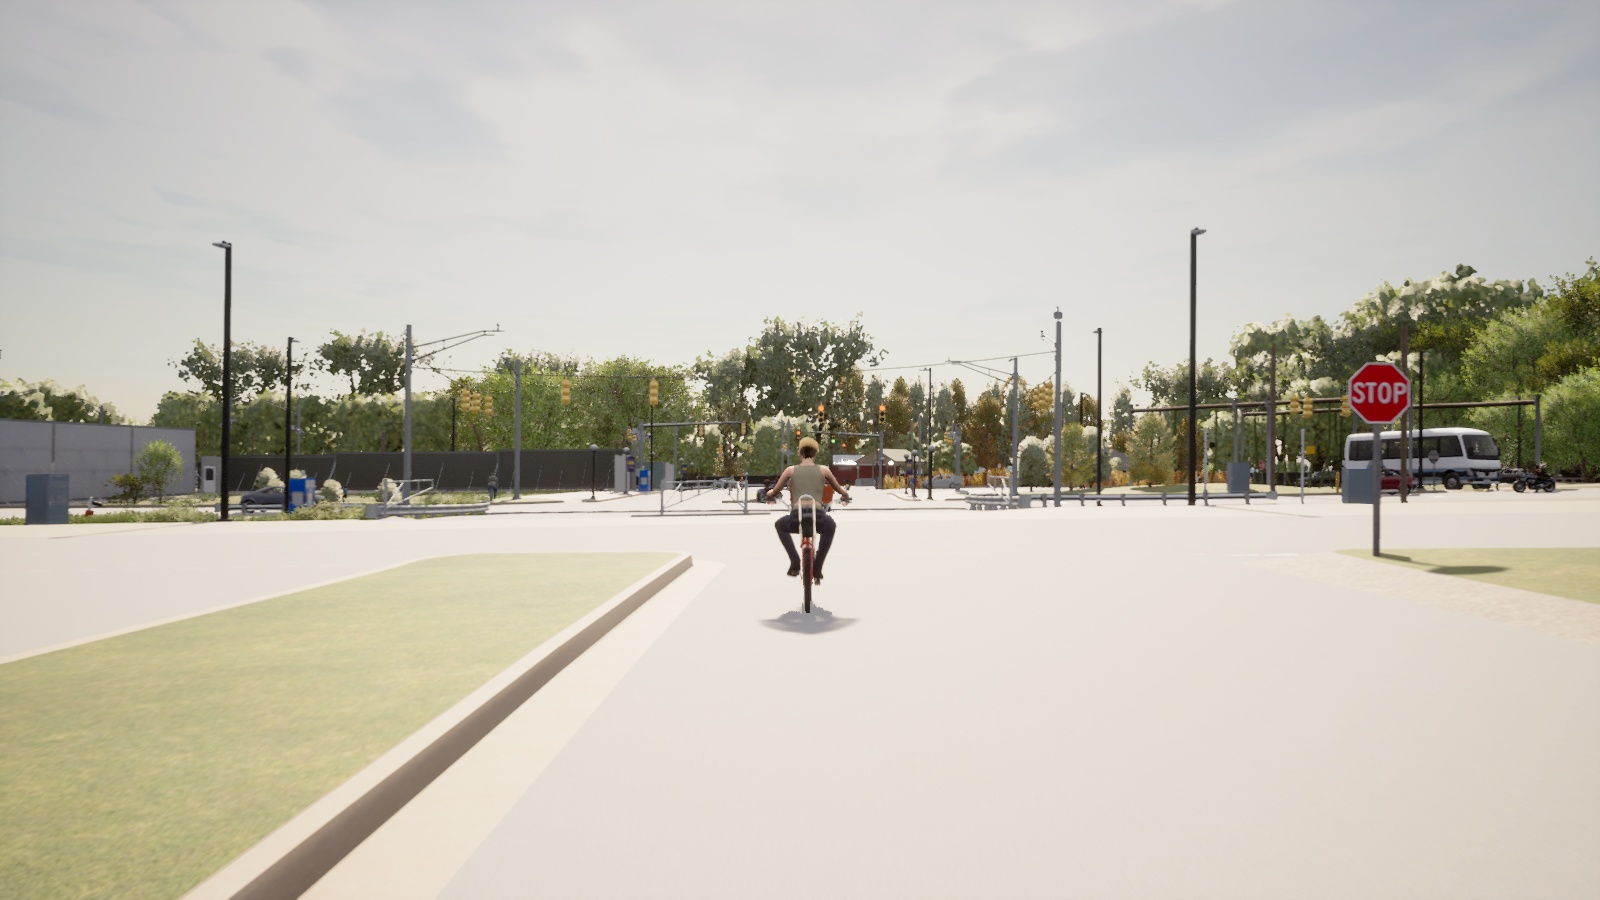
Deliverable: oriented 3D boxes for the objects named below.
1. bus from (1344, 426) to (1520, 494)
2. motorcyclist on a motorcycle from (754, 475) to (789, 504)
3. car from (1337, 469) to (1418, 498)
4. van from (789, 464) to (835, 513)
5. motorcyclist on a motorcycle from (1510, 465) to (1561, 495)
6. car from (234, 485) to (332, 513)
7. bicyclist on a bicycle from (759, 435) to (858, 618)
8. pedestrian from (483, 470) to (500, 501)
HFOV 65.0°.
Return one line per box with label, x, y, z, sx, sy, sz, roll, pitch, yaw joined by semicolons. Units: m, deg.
bus;42.173;0.818;84.321;3.944;4.253;10.273;1;-3;-25
motorcyclist on a motorcycle;-1.702;2.339;74.819;0.766;1.649;2.350;-3;-2;38
car;32.620;1.884;71.020;3.705;1.549;1.789;-1;-1;-1
van;0.460;1.608;54.036;1.775;1.987;4.442;0;-1;-2
motorcyclist on a motorcycle;41.544;1.689;70.973;2.350;1.649;0.766;-1;-1;2
car;-26.541;2.502;64.551;4.181;1.385;1.994;0;-1;0
bicyclist on a bicycle;0.084;0.690;11.857;0.866;1.612;1.509;0;-1;1
pedestrian;-19.016;2.176;77.389;0.874;1.855;0.900;1;-1;-6
